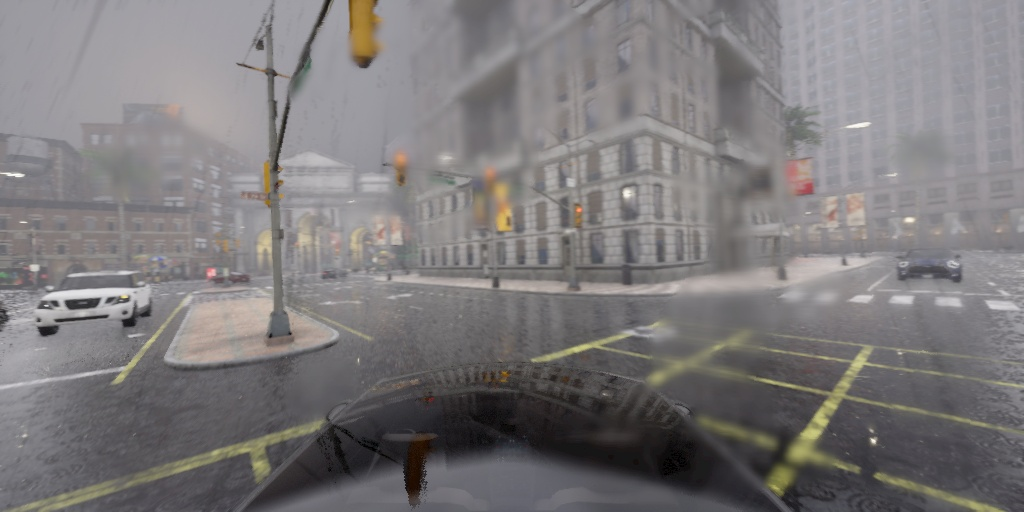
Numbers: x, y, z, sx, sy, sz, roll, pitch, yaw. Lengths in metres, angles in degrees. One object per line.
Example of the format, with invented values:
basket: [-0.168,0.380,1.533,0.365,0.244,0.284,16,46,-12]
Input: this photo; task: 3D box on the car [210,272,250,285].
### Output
car: [-33.511,2.644,42.555,5.008,1.535,1.882,-2,-1,20]

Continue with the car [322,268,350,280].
car: [-23.331,2.327,47.553,1.837,1.490,4.892,-3,0,0]

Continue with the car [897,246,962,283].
car: [21.874,0.387,18.822,4.553,1.767,2.097,-2,0,-40]

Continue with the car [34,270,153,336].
car: [-15.568,1.595,13.701,2.150,2.045,5.566,-2,0,-39]

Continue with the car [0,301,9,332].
car: [-18.036,1.943,11.185,2.128,1.511,4.902,-2,0,-40]
